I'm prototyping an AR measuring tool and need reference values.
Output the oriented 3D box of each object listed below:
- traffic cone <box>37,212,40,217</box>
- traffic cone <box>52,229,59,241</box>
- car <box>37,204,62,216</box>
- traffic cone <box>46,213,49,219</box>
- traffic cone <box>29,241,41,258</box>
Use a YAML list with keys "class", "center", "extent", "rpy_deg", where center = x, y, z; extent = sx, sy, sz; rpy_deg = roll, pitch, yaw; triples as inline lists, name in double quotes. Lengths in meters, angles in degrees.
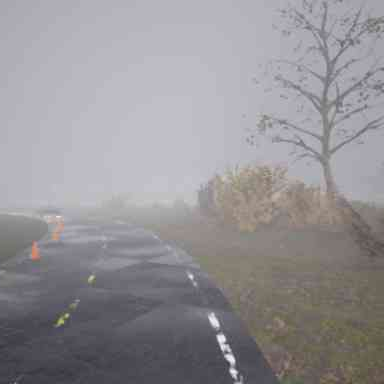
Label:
- class: "traffic cone"
  center: [-17.790, 2.573, 38.564]
  extent: [0.340, 0.580, 0.340]
  rpy_deg: [1, -1, -37]
- class: "traffic cone"
  center: [-7.049, 2.216, 17.149]
  extent: [0.340, 0.580, 0.340]
  rpy_deg: [0, -1, -16]
- class: "car"
  center: [-17.997, 2.251, 41.903]
  extent: [1.994, 1.385, 4.181]
  rpy_deg: [1, -2, -41]
- class: "traffic cone"
  center: [-15.024, 2.498, 34.619]
  extent: [0.340, 0.580, 0.340]
  rpy_deg: [1, -1, -33]
- class: "traffic cone"
  center: [-5.883, 2.151, 12.475]
  extent: [0.340, 0.580, 0.340]
  rpy_deg: [0, -1, -12]
